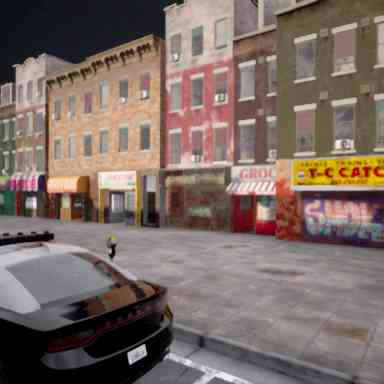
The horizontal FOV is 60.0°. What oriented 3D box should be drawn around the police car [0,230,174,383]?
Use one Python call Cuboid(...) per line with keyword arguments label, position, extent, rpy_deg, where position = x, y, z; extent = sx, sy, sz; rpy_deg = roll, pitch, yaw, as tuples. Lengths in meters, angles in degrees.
Cuboid(label="police car", position=(-2.654, 1.416, 4.839), extent=(5.238, 1.638, 1.930), rpy_deg=(0, 0, 35))
